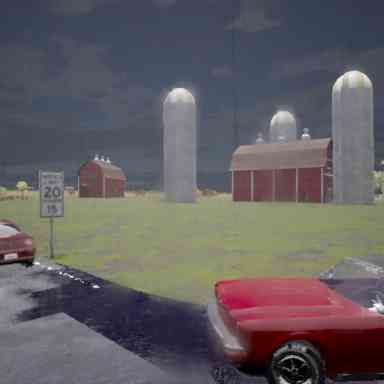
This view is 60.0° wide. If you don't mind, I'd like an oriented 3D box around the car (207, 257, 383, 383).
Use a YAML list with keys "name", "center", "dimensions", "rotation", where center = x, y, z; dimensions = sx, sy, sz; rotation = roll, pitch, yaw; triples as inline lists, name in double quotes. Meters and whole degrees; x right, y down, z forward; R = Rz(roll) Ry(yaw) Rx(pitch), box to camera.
- name: "car"
  center: [2.597, 1.626, 4.579]
  dimensions: [4.718, 1.301, 1.895]
  rotation: [1, 0, -5]

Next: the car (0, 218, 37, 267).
- name: "car"
  center: [-6.461, 1.528, 10.315]
  dimensions: [4.674, 1.442, 1.812]
  rotation: [0, 0, 42]
